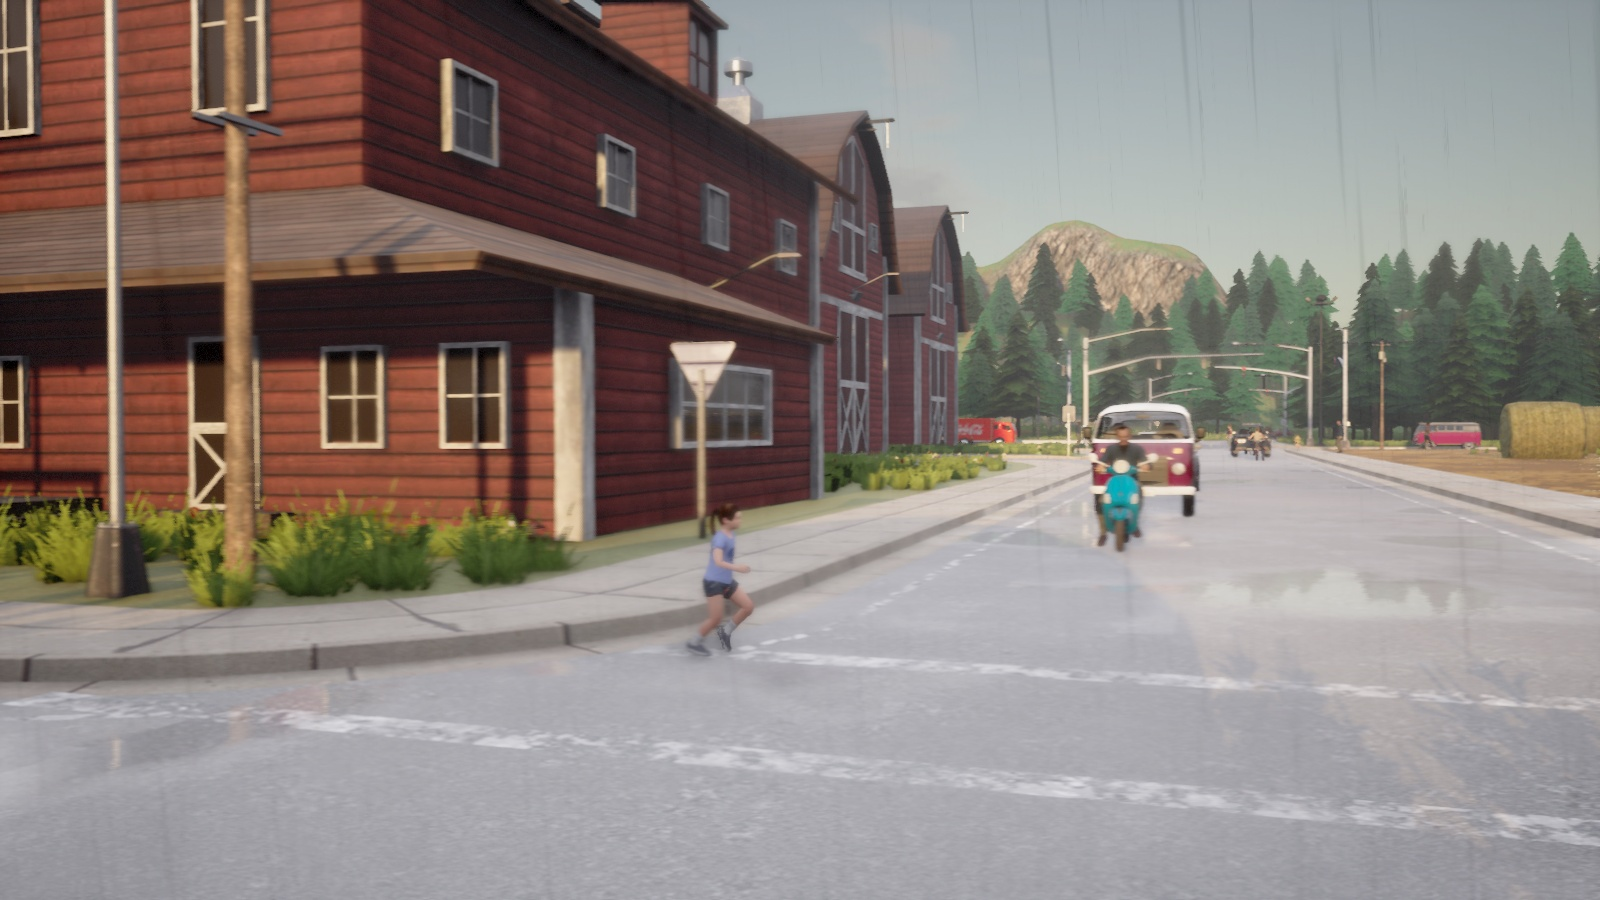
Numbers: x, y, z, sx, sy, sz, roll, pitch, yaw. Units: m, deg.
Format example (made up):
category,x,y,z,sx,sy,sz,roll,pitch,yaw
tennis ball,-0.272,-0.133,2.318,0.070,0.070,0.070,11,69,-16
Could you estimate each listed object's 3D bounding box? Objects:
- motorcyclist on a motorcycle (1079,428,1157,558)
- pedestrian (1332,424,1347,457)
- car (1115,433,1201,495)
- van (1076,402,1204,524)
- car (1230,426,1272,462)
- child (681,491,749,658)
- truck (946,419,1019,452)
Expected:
category,x,y,z,sx,sy,sz,roll,pitch,yaw
motorcyclist on a motorcycle,4.189,0.511,16.430,0.866,1.590,1.817,0,1,18
pedestrian,29.920,-0.520,69.609,0.726,1.842,0.402,1,1,22
car,9.137,0.299,31.878,1.970,1.475,3.806,0,1,18
van,6.442,0.179,23.457,2.069,2.038,4.480,1,1,18
car,24.472,-0.364,68.273,1.932,1.855,4.605,0,1,17
child,-0.582,0.845,8.629,0.394,1.110,0.255,1,1,18
truck,14.178,-1.136,97.427,5.204,2.467,2.627,1,1,19
